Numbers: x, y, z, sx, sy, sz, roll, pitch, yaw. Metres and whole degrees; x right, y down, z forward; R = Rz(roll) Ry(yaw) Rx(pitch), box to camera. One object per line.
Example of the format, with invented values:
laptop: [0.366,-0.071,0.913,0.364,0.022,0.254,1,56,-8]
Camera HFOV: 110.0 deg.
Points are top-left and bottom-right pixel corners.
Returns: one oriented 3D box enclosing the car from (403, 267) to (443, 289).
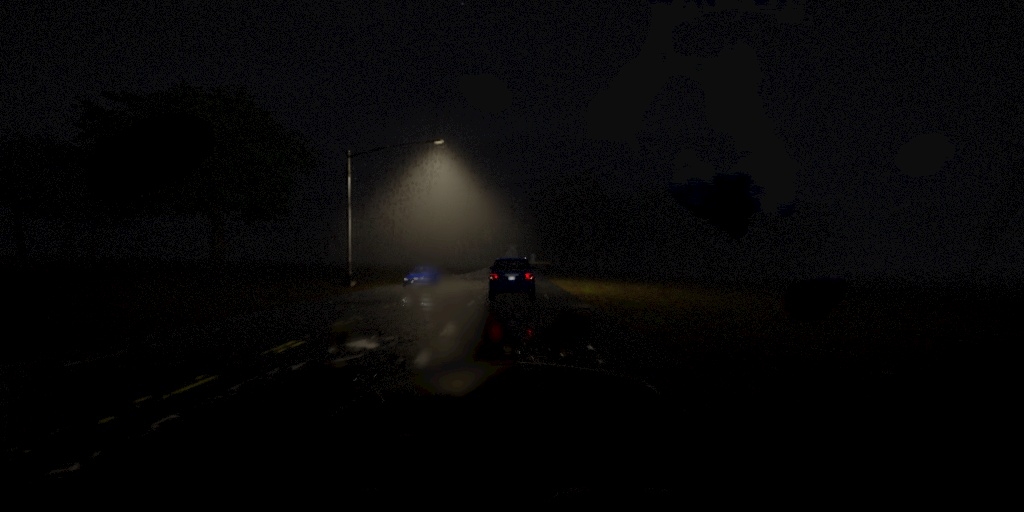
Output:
car: [-6.536,1.565,26.720,1.812,1.442,4.674,-1,0,4]

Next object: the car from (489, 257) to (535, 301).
car: [0.006,1.101,18.635,2.150,2.045,5.566,-1,0,0]
